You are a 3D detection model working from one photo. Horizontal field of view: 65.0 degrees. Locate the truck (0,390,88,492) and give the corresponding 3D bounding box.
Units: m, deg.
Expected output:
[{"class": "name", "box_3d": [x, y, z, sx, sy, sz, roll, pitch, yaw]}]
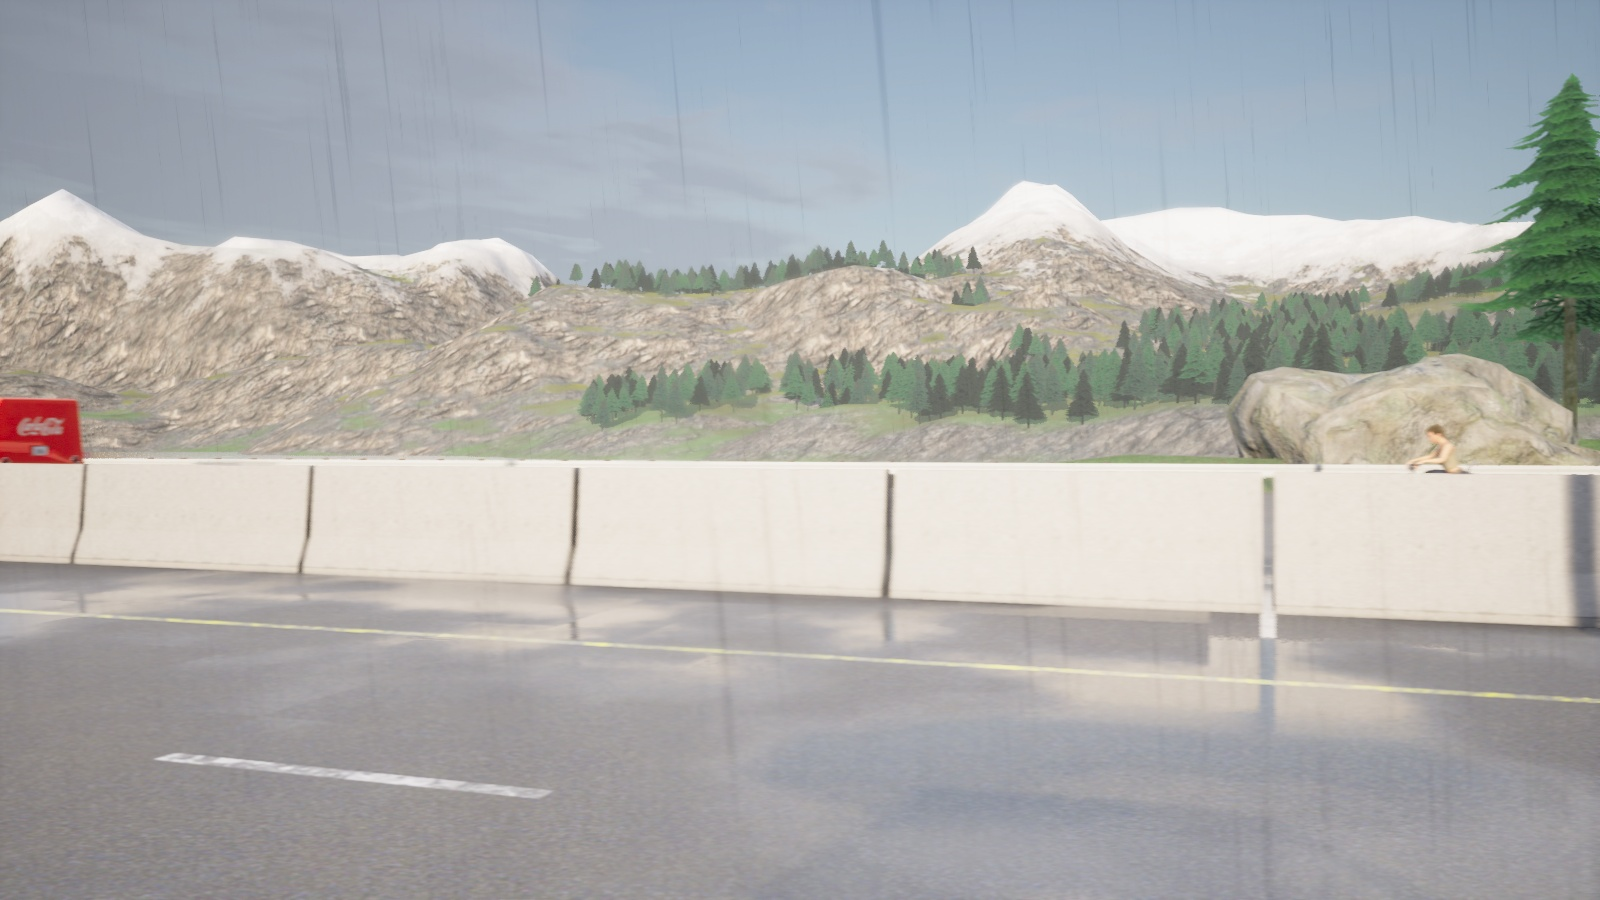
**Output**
[{"class": "truck", "box_3d": [-21.398, -0.260, 32.416, 5.204, 2.467, 2.627, 1, 1, 24]}]
